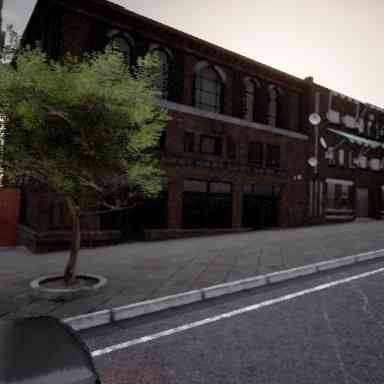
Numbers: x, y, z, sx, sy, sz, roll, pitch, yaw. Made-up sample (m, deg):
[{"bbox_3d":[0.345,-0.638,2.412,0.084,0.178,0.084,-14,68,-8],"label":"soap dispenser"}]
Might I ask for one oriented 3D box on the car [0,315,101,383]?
[{"bbox_3d":[-3.066,1.559,1.498,5.357,1.411,2.033,0,0,-36],"label":"car"}]
